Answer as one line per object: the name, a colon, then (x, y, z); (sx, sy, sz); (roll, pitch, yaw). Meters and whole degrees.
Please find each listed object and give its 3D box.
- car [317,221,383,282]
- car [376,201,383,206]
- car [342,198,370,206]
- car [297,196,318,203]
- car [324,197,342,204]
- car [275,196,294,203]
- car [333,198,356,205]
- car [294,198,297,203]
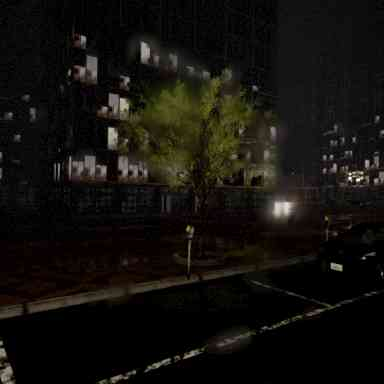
car: (5.562, 1.574, 9.827); (4.313, 1.339, 1.947); (0, 1, -34)
car: (36.947, 1.893, 62.197); (1.752, 1.417, 4.829); (1, -1, -20)
car: (29.614, 1.766, 59.307); (2.008, 1.369, 4.403); (1, -1, -20)
car: (29.294, 1.824, 83.046); (2.192, 1.841, 5.009); (1, -1, -20)
car: (27.688, 1.691, 64.558); (1.967, 1.590, 4.097); (1, -1, -20)
car: (21.905, 1.799, 80.305); (1.967, 1.590, 4.097); (1, -1, -20)
car: (33.148, 1.989, 72.540); (2.008, 1.369, 4.403); (1, -1, -20)
car: (27.361, 2.127, 88.294); (1.802, 1.307, 4.206); (1, -1, -20)
